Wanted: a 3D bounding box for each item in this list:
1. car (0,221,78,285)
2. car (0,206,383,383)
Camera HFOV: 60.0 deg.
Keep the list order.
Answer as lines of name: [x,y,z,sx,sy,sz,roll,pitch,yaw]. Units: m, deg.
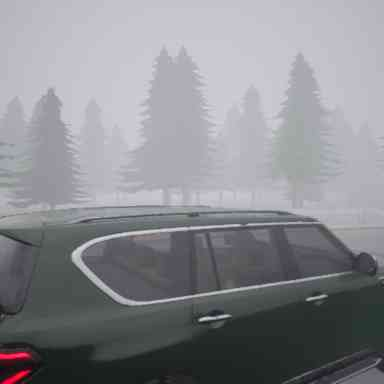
car: [-5.563,1.590,8.450,4.718,1.301,1.895,-1,0,-34]
car: [0.510,1.186,3.891,5.566,2.045,2.150,0,0,-32]
